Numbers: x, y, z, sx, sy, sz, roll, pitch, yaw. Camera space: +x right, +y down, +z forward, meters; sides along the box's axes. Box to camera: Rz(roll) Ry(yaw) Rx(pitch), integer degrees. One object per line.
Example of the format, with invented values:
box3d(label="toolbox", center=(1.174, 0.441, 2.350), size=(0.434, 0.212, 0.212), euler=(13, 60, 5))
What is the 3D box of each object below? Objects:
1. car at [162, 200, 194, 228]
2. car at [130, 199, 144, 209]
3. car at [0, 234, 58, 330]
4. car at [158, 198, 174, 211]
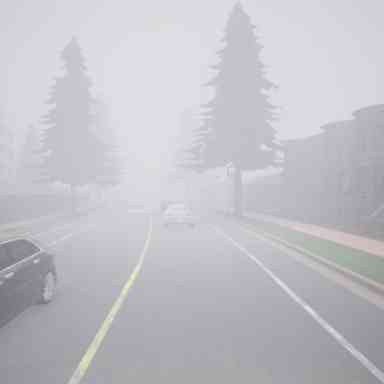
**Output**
box3d(label="car", center=(-0.934, 1.525, 22.358), size=(1.812, 1.442, 4.674), euler=(0, 0, -5))
box3d(label="car", center=(-7.587, 1.608, 45.764), size=(1.895, 1.301, 4.718), euler=(0, 0, -9))
box3d(label="car", center=(-3.723, 1.510, 5.241), size=(1.837, 1.490, 4.892), euler=(0, 0, -2))
box3d(label="car", center=(-2.957, 1.492, 39.949), size=(2.128, 1.511, 4.902), euler=(0, 0, -8))
